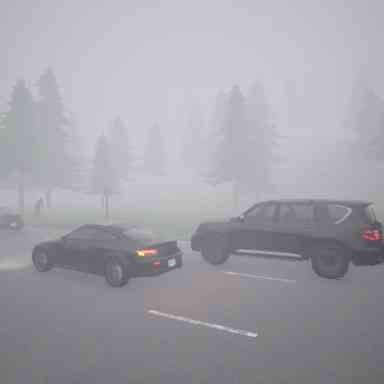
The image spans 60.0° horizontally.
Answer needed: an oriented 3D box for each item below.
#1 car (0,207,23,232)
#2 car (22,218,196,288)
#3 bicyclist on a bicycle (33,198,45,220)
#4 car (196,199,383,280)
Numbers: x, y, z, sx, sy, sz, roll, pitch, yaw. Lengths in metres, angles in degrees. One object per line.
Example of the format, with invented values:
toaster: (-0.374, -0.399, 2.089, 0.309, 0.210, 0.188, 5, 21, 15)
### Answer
car: (-11.365, 1.525, 18.646, 4.674, 1.442, 1.812, 0, 0, 31)
car: (-2.425, 1.526, 9.197, 4.674, 1.442, 1.812, 0, 0, 32)
bicyclist on a bicycle: (-11.682, 1.308, 25.495, 0.582, 1.620, 1.656, 0, -2, 6)
car: (2.706, 1.224, 10.154, 5.566, 2.045, 2.150, 0, 0, 30)
